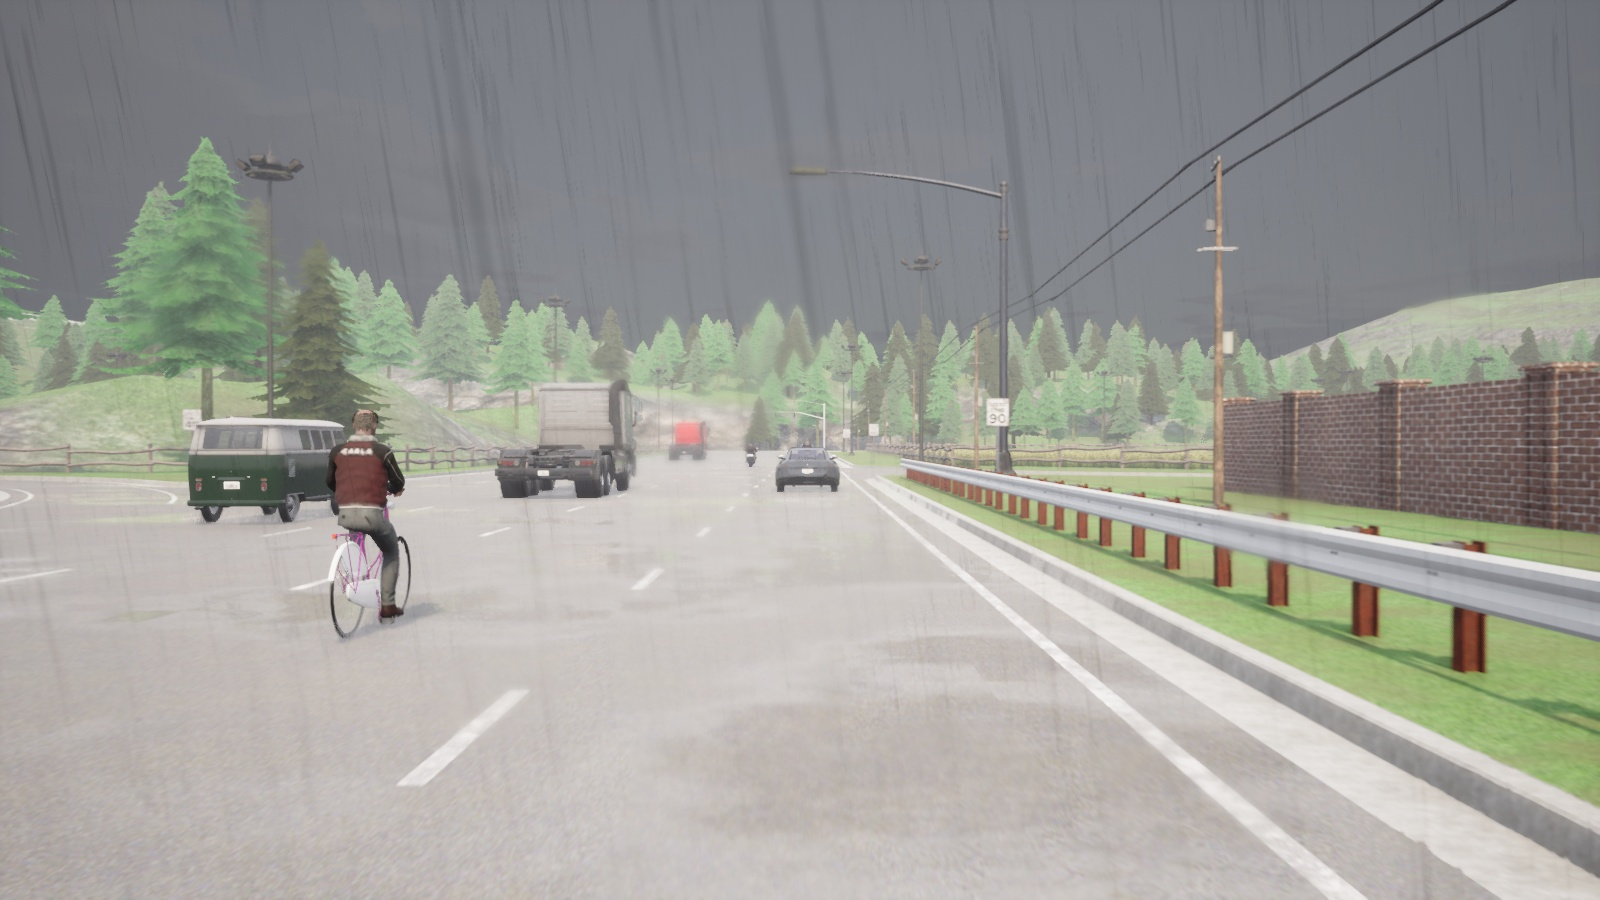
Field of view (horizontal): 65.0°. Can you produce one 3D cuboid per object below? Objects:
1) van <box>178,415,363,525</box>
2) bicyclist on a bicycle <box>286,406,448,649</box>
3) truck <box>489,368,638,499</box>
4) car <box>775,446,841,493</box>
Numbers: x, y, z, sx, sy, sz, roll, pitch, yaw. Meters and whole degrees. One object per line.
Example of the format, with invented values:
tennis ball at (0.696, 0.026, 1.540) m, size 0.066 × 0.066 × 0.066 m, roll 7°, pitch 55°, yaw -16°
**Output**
van at (-10.344, 0.350, 24.930) m, size 1.775 × 1.987 × 4.442 m, roll 0°, pitch 0°, yaw 0°
bicyclist on a bicycle at (-3.428, 0.557, 10.111) m, size 0.659 × 1.776 × 1.843 m, roll 0°, pitch 1°, yaw 0°
truck at (-6.774, -0.451, 37.214) m, size 2.891 × 3.462 × 7.936 m, roll 0°, pitch 0°, yaw 0°
car at (0.241, 0.585, 40.004) m, size 1.994 × 1.385 × 4.181 m, roll 0°, pitch 0°, yaw 0°
